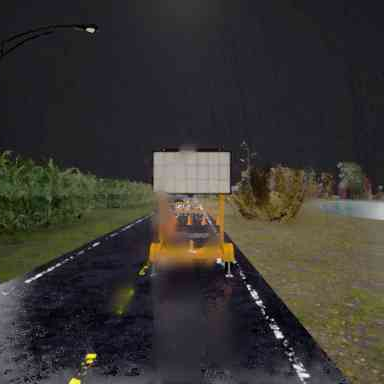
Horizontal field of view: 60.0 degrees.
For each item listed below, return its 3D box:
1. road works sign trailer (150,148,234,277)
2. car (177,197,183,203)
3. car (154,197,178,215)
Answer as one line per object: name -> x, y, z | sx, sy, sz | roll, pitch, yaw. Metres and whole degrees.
road works sign trailer -> -0.004, 0.471, 10.234 | 2.380, 3.560, 2.880 | 0, 0, 0
car -> -2.771, 1.745, 69.786 | 1.895, 1.301, 4.718 | 0, 0, 0
car -> -2.858, 1.592, 35.403 | 2.033, 1.411, 5.357 | 0, 0, 0
